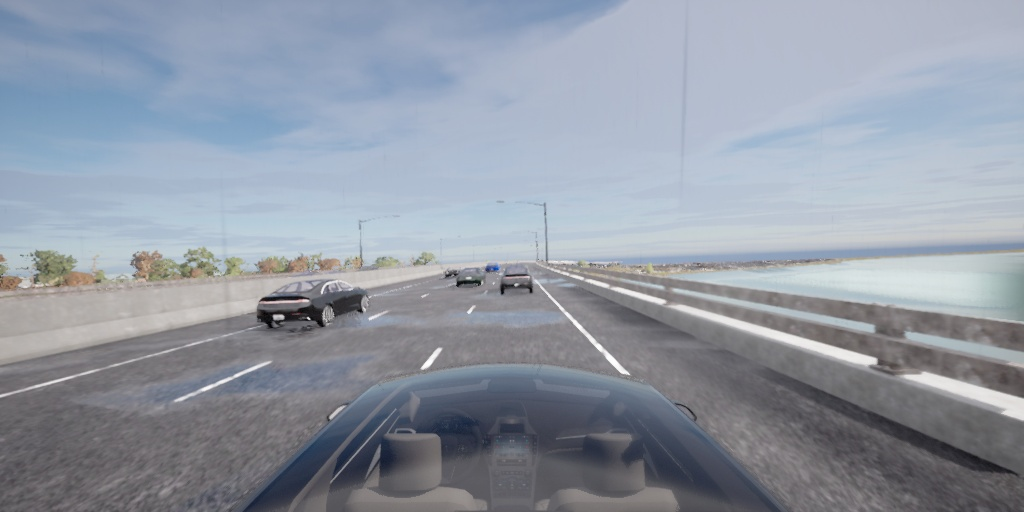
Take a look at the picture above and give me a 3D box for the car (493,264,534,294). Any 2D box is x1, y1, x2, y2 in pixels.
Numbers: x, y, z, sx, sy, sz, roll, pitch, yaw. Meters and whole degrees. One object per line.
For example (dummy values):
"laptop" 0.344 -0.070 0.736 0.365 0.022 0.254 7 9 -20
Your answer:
"car" 0.260 1.349 21.280 2.128 1.511 4.902 -2 0 0

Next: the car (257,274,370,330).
"car" -6.782 1.576 12.841 2.128 1.511 4.902 -2 0 0

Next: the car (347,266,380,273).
"car" -17.094 2.053 42.408 2.097 1.767 4.553 -2 -1 1

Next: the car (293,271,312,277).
"car" -24.077 2.526 42.327 2.033 1.411 5.357 -2 0 2

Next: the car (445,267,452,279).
"car" -6.437 1.867 41.551 1.895 1.301 4.718 -2 0 1

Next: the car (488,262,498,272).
"car" -2.701 1.672 51.749 1.882 1.535 5.008 -2 0 2

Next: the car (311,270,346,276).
"car" -20.601 2.384 41.943 2.033 1.411 5.357 -2 0 1

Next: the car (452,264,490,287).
"car" -3.155 1.604 28.252 1.994 1.385 4.181 -2 0 1
